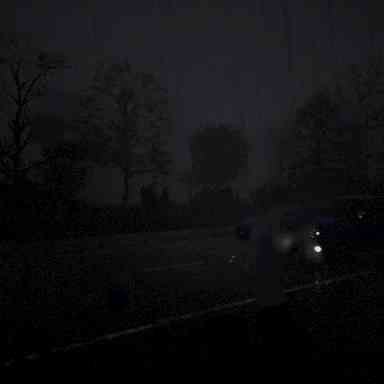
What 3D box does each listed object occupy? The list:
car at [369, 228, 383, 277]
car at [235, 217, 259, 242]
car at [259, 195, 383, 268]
[{"bbox_3d":[6.501,1.535,7.772,4.718,1.301,1.895,0,0,-31],"label":"car"},{"bbox_3d":[4.207,1.380,14.738,5.008,1.535,1.882,0,0,-29],"label":"car"},{"bbox_3d":[5.233,1.140,11.336,5.566,2.045,2.150,0,0,-30],"label":"car"}]
